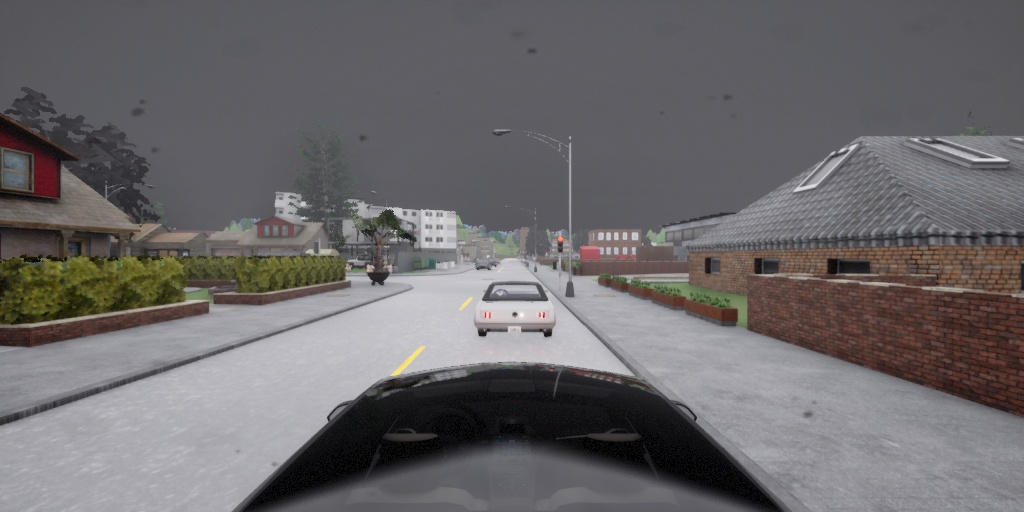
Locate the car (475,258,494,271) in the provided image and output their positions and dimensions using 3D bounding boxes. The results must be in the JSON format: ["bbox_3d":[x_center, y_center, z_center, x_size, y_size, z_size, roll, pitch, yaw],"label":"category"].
[{"bbox_3d":[-3.832,1.252,48.912,1.837,1.490,4.892,0,0,0],"label":"car"}]

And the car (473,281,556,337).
[{"bbox_3d":[0.098,1.351,10.234,1.895,1.301,4.718,0,0,1],"label":"car"}]

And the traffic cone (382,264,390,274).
[{"bbox_3d":[-15.516,1.559,44.187,0.344,0.586,0.344,0,0,0],"label":"traffic cone"}]

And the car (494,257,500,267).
[{"bbox_3d":[-3.705,1.295,64.627,2.033,1.411,5.357,0,0,1],"label":"car"}]

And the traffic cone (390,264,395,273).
[{"bbox_3d":[-15.152,1.556,44.755,0.344,0.586,0.344,0,0,0],"label":"traffic cone"}]
